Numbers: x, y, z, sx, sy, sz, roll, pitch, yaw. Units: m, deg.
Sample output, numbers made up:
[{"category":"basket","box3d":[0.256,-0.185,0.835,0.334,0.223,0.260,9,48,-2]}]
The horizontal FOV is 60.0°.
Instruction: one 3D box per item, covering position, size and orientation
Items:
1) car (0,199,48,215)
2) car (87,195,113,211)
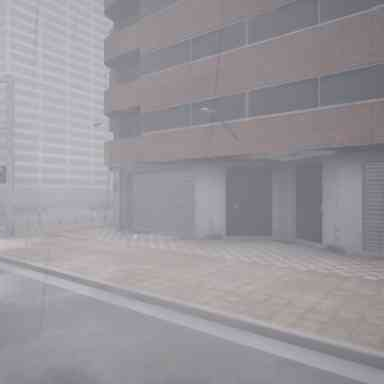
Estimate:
[{"category":"car","box3d":[-16.749,1.505,32.686,1.837,1.490,4.892,0,0,37]},{"category":"car","box3d":[-10.499,1.505,40.939,1.837,1.490,4.892,0,0,37]}]
